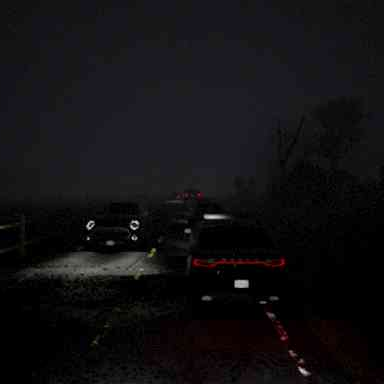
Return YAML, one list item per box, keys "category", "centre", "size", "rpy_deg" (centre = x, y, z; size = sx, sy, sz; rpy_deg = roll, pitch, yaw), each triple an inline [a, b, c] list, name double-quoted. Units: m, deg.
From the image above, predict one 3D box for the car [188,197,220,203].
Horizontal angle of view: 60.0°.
- category: "car"
  centre: [0.850, 1.233, 18.068]
  size: [1.837, 1.490, 4.892]
  rpy_deg: [0, 1, 0]

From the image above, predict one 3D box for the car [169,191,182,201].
- category: "car"
  centre: [-2.738, 0.688, 57.017]
  size: [1.837, 1.490, 4.892]
  rpy_deg: [0, 1, 0]

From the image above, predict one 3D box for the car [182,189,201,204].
- category: "car"
  centre: [0.099, 0.550, 45.958]
  size: [2.150, 2.045, 5.566]
  rpy_deg: [0, 0, 1]

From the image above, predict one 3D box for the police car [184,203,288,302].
- category: "police car"
  centre: [0.837, 1.300, 8.178]
  size: [1.930, 1.638, 5.238]
  rpy_deg: [0, 1, 0]

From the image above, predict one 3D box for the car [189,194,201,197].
- category: "car"
  centre: [0.858, 1.145, 24.068]
  size: [1.837, 1.490, 4.892]
  rpy_deg: [0, 1, 0]

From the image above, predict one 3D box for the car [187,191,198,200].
- category: "car"
  centre: [0.081, 0.615, 60.571]
  size: [1.882, 1.535, 5.008]
  rpy_deg: [0, 1, 0]

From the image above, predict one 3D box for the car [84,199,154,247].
- category: "car"
  centre: [-2.830, 1.143, 13.757]
  size: [2.097, 1.767, 4.553]
  rpy_deg: [0, 1, 0]
